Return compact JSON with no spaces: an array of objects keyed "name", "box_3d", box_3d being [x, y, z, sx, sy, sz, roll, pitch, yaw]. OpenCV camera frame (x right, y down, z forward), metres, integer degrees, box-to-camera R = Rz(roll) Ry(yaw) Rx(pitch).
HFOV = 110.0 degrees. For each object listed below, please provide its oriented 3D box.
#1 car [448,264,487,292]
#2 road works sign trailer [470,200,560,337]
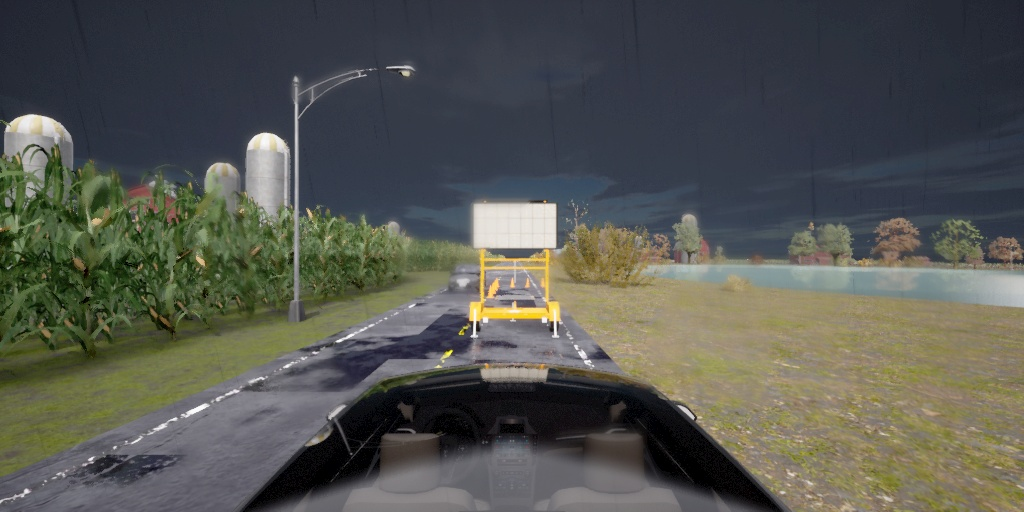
[{"name":"car","box_3d":[-2.569,1.255,21.355,2.128,1.511,4.902,0,0,0]},{"name":"road works sign trailer","box_3d":[0.084,0.217,10.232,2.380,3.560,2.880,0,0,1]}]
